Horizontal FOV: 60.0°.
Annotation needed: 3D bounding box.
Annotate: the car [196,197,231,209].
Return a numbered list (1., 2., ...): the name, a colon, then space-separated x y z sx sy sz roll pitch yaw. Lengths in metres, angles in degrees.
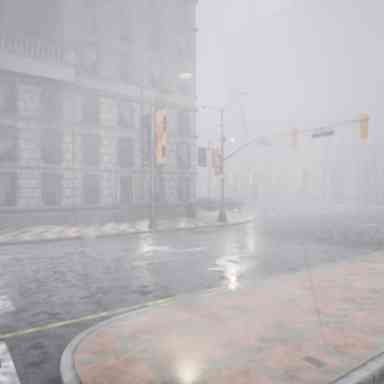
1. car: 2.204 1.386 42.581 2.128 1.511 4.902 0 0 -36

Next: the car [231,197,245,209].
1. car: 5.020 1.408 44.662 1.812 1.442 4.674 0 0 -36
